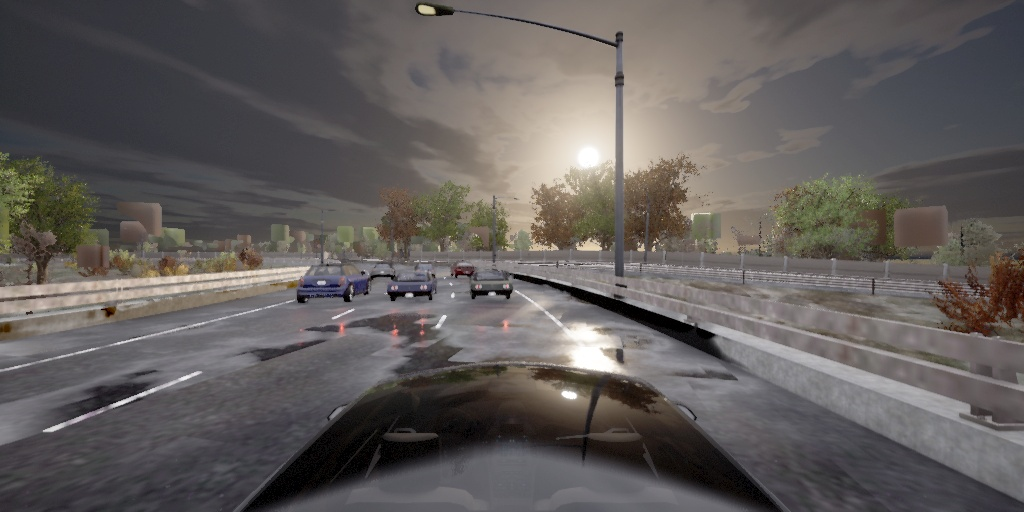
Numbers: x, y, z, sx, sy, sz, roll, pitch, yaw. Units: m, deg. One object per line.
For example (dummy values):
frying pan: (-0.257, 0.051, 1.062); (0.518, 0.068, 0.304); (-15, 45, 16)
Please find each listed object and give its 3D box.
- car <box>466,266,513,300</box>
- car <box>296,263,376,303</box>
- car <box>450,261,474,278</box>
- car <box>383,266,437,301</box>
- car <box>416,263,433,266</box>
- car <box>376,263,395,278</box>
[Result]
car: (-1.171, 1.364, 17.809); (1.895, 1.301, 4.718); (0, 0, -8)
car: (-8.091, 1.114, 16.751); (2.097, 1.767, 4.553); (0, 0, -8)
car: (-4.619, 1.233, 33.640); (1.882, 1.535, 5.008); (0, 0, -16)
car: (-4.635, 1.364, 17.310); (1.895, 1.301, 4.718); (0, 0, -8)
car: (-7.977, 1.311, 32.654); (2.033, 1.411, 5.357); (0, 0, -16)
car: (-11.335, 1.320, 31.669); (1.994, 1.385, 4.181); (0, 0, -16)
